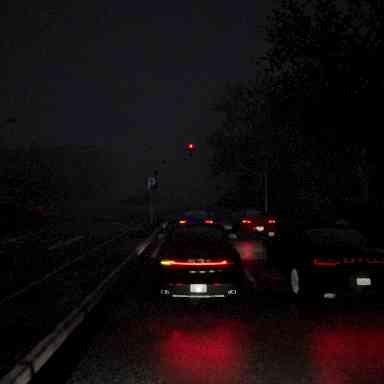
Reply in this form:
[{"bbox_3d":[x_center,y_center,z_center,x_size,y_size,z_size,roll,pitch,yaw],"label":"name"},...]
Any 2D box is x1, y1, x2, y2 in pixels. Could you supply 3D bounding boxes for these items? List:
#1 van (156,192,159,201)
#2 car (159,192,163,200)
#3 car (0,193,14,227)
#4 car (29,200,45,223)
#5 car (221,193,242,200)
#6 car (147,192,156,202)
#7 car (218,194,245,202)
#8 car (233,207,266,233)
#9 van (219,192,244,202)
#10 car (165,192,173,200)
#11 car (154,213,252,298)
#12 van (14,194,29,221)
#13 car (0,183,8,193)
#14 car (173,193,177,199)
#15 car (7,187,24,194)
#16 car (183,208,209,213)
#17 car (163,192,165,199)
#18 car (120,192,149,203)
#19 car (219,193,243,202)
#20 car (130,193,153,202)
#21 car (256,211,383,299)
[{"bbox_3d":[-9.937,1.091,71.703,4.442,1.987,1.878,-1,0,-14],"label":"van"},{"bbox_3d":[-9.696,1.319,74.673,4.892,1.521,2.231,-1,0,-13],"label":"car"},{"bbox_3d":[-13.642,1.267,18.914,5.566,2.045,2.435,-1,0,-19],"label":"car"},{"bbox_3d":[-13.525,1.403,24.927,4.553,1.767,2.185,-1,0,-19],"label":"car"},{"bbox_3d":[9.810,1.126,82.897,4.553,1.767,2.185,1,0,-12],"label":"car"},{"bbox_3d":[-10.522,1.313,65.713,5.366,1.575,1.946,-1,0,-14],"label":"car"},{"bbox_3d":[8.505,1.262,71.197,5.366,1.575,1.946,1,0,-13],"label":"car"},{"bbox_3d":[3.235,1.550,17.884,1.812,1.442,4.674,0,0,1],"label":"car"},{"bbox_3d":[7.559,1.041,65.238,4.442,1.987,1.878,1,0,-14],"label":"van"},{"bbox_3d":[-8.085,1.355,86.645,4.674,1.452,2.002,-1,0,-12],"label":"car"},{"bbox_3d":[0.139,1.515,8.506,1.837,1.490,4.892,0,0,0],"label":"car"},{"bbox_3d":[-13.513,1.296,21.950,4.442,1.987,1.878,-1,0,-19],"label":"van"},{"bbox_3d":[-30.934,-0.427,53.738,2.435,2.045,5.566,6,-3,-19],"label":"car"},{"bbox_3d":[-7.621,1.062,89.649,5.566,2.045,2.435,-1,0,-12],"label":"car"},{"bbox_3d":[-27.939,0.135,53.664,2.002,1.452,4.674,6,-3,-19],"label":"car"},{"bbox_3d":[0.216,1.550,17.630,1.812,1.442,4.674,0,0,1],"label":"car"},{"bbox_3d":[-9.310,1.357,77.666,4.674,1.452,2.002,-1,0,-13],"label":"car"},{"bbox_3d":[-11.179,1.356,62.724,4.792,1.488,2.163,-1,0,-15],"label":"car"},{"bbox_3d":[7.956,1.139,68.206,4.553,1.767,2.185,1,0,-13],"label":"car"},{"bbox_3d":[-10.416,1.194,68.665,4.553,1.767,2.185,-1,0,-14],"label":"car"},{"bbox_3d":[3.140,1.488,8.544,1.882,1.535,5.008,0,0,0],"label":"car"}]
